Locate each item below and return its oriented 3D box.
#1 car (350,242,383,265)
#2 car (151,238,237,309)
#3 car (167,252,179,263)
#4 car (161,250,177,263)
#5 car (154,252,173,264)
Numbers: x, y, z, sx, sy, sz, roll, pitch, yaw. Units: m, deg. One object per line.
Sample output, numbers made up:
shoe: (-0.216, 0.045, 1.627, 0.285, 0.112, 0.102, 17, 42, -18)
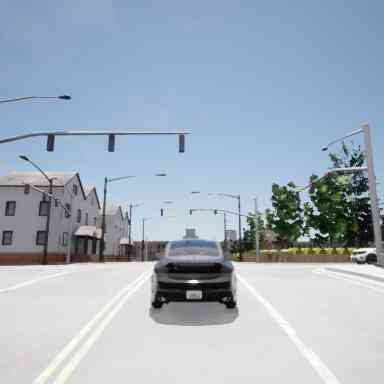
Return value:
car: (16.779, 5.306, 28.850, 5.566, 2.045, 2.150, 0, -12, 1)
car: (0.041, 2.004, 8.801, 1.837, 1.490, 4.892, 0, -7, 0)
car: (-3.758, 13.026, 66.126, 2.150, 2.045, 5.566, 0, -12, 0)
car: (-3.783, 10.863, 55.660, 2.150, 2.045, 5.566, 0, -12, 0)
car: (-3.758, 8.972, 45.176, 2.128, 1.511, 4.902, 0, -12, 0)
